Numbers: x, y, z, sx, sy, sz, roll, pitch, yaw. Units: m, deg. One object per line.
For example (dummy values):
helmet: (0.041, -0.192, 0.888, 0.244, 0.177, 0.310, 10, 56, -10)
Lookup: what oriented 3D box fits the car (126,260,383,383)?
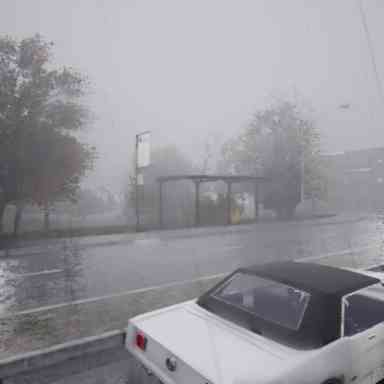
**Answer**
car: (1.686, 1.606, 4.332, 4.718, 1.301, 1.895, 0, 0, -35)
